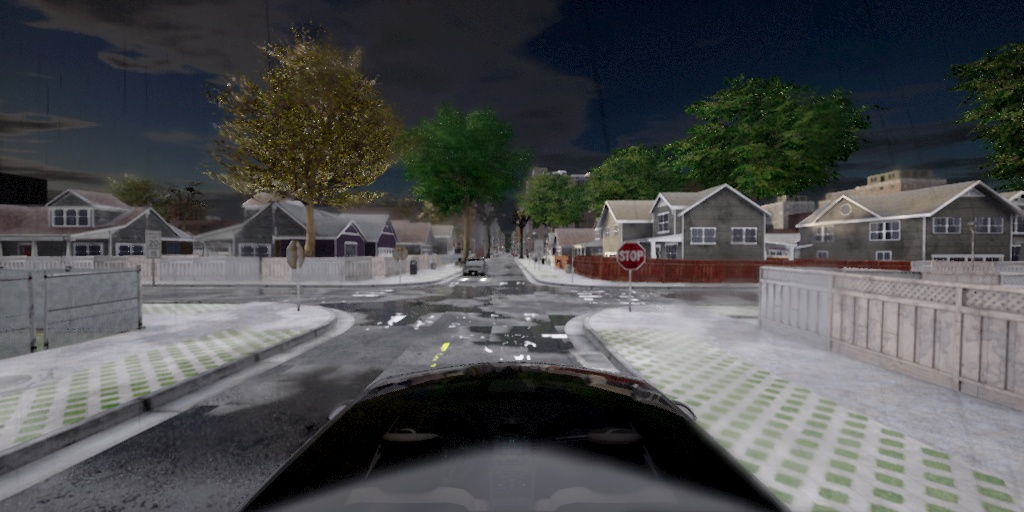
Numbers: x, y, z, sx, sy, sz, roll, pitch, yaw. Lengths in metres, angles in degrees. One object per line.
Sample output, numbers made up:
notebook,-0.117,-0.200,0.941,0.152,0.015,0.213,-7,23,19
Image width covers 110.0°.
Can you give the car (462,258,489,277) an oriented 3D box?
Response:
car,-2.994,0.971,29.761,1.837,1.490,4.892,0,3,0
